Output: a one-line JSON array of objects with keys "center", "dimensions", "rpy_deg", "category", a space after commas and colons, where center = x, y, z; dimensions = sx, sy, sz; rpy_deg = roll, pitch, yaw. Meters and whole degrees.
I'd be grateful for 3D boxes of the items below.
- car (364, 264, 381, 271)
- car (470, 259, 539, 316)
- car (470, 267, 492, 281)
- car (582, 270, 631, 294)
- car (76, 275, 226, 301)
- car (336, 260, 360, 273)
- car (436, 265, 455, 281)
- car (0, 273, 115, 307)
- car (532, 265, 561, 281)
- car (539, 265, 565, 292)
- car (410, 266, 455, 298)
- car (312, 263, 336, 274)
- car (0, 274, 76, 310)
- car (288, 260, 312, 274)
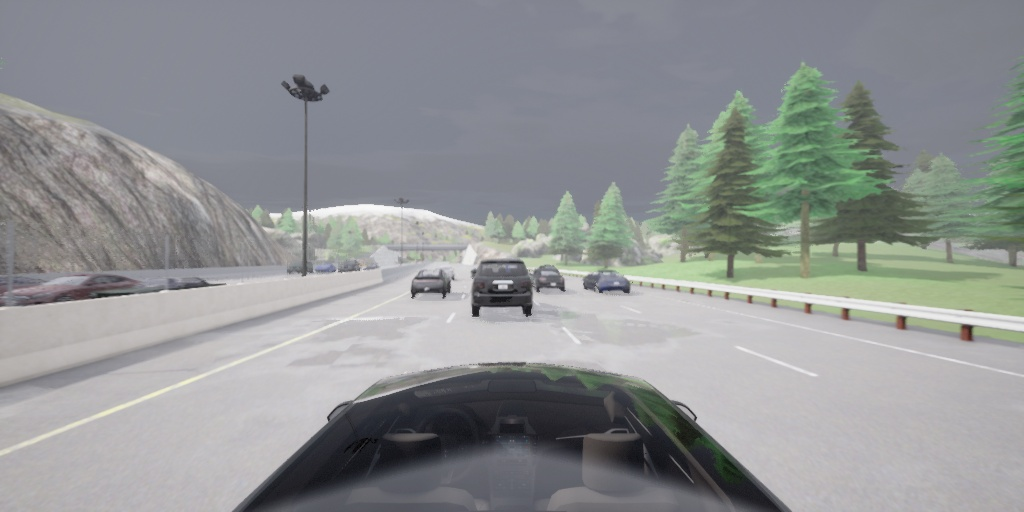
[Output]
[{"center": [-21.411, 2.007, 55.324], "dimensions": [2.033, 1.411, 5.357], "rpy_deg": [0, -1, -11], "category": "car"}, {"center": [-0.467, 1.133, 14.418], "dimensions": [2.150, 2.045, 5.566], "rpy_deg": [0, -1, -4], "category": "car"}, {"center": [-3.332, 1.803, 37.318], "dimensions": [1.895, 1.301, 4.718], "rpy_deg": [0, -1, -10], "category": "car"}, {"center": [5.826, 1.566, 22.626], "dimensions": [1.994, 1.385, 4.181], "rpy_deg": [0, -1, -6], "category": "car"}, {"center": [-14.738, 1.546, 15.258], "dimensions": [1.895, 1.301, 4.718], "rpy_deg": [0, -1, -5], "category": "car"}, {"center": [-25.076, 1.693, 55.786], "dimensions": [2.150, 2.045, 5.566], "rpy_deg": [0, -1, -11], "category": "car"}, {"center": [-7.033, 1.743, 37.996], "dimensions": [1.812, 1.442, 4.674], "rpy_deg": [0, -1, -10], "category": "car"}, {"center": [-18.266, 1.477, 15.281], "dimensions": [1.812, 1.442, 4.674], "rpy_deg": [0, -1, -5], "category": "car"}, {"center": [3.614, 1.708, 38.109], "dimensions": [1.837, 1.490, 4.892], "rpy_deg": [0, 0, -10], "category": "car"}, {"center": [2.198, 1.546, 23.567], "dimensions": [1.812, 1.442, 4.674], "rpy_deg": [0, -1, -6], "category": "car"}, {"center": [-4.489, 1.483, 20.338], "dimensions": [2.128, 1.511, 4.902], "rpy_deg": [0, -1, -6], "category": "car"}, {"center": [-28.503, 1.946, 55.092], "dimensions": [1.882, 1.535, 5.008], "rpy_deg": [0, -1, -11], "category": "car"}, {"center": [-21.764, 1.518, 15.034], "dimensions": [1.994, 1.385, 4.181], "rpy_deg": [0, -1, -5], "category": "car"}, {"center": [-31.912, 1.686, 54.328], "dimensions": [2.150, 2.045, 5.566], "rpy_deg": [0, -1, -11], "category": "car"}]
